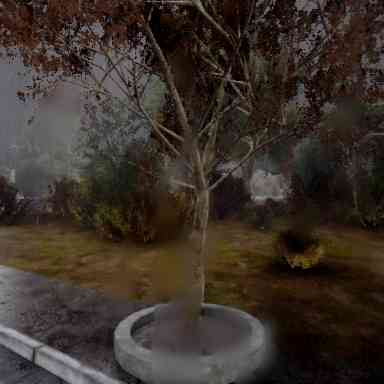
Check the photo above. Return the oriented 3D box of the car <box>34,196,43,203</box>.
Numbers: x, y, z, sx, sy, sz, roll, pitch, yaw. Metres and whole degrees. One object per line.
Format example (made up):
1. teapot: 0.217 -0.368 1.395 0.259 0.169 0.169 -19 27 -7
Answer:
1. car: -14.396 1.255 36.972 2.128 1.511 4.902 1 0 32

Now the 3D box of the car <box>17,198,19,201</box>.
1. car: -22.051 1.216 44.885 2.033 1.411 5.357 1 0 32
